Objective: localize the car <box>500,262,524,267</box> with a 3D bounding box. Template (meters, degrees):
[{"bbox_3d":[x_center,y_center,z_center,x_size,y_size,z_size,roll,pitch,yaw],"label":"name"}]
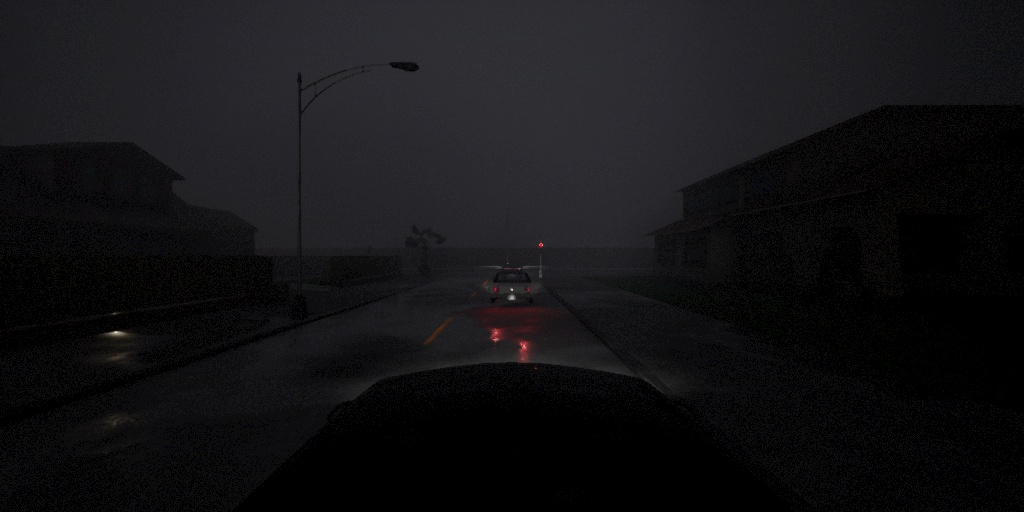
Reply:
[{"bbox_3d":[0.000,1.244,31.500,2.128,1.511,4.902,0,0,0],"label":"car"}]

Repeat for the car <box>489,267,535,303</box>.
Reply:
[{"bbox_3d":[0.000,1.365,16.530,1.895,1.301,4.718,0,0,0],"label":"car"}]
